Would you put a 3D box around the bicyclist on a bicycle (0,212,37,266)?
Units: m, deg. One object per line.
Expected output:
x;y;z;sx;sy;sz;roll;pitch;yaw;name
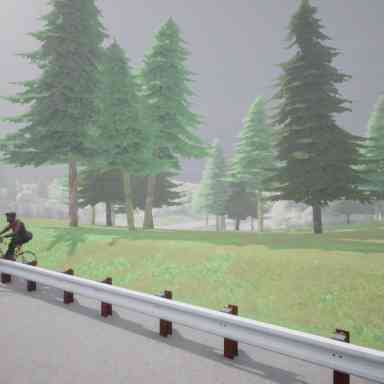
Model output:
-4.585;1.338;8.414;0.582;1.620;1.656;3;-10;36;bicyclist on a bicycle
